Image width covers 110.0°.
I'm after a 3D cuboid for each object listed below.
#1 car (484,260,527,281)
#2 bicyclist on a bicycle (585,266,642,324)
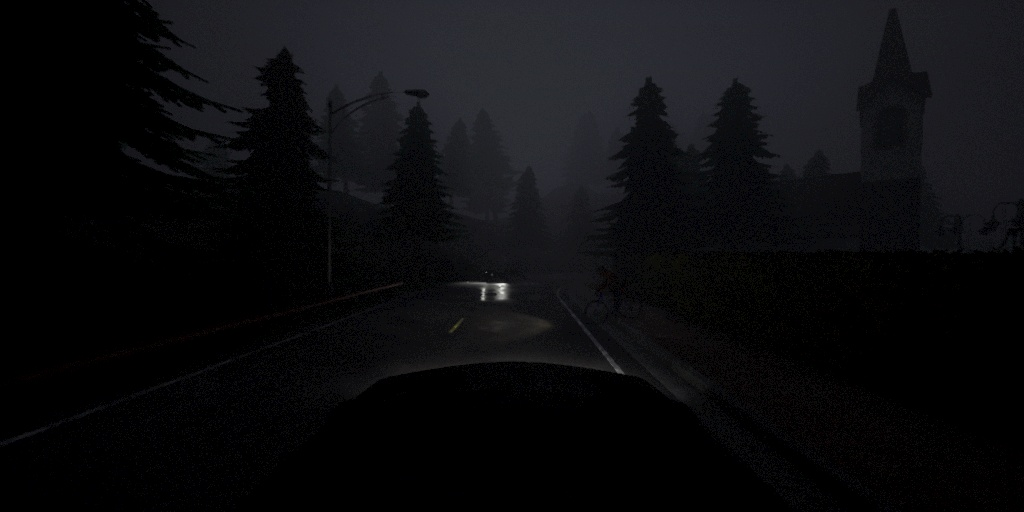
[{"bbox_3d":[-0.388,1.068,27.646,1.837,1.490,4.892,1,0,25],"label":"car"},{"bbox_3d":[2.813,1.082,10.211,1.656,1.620,0.582,-9,0,2],"label":"bicyclist on a bicycle"}]
